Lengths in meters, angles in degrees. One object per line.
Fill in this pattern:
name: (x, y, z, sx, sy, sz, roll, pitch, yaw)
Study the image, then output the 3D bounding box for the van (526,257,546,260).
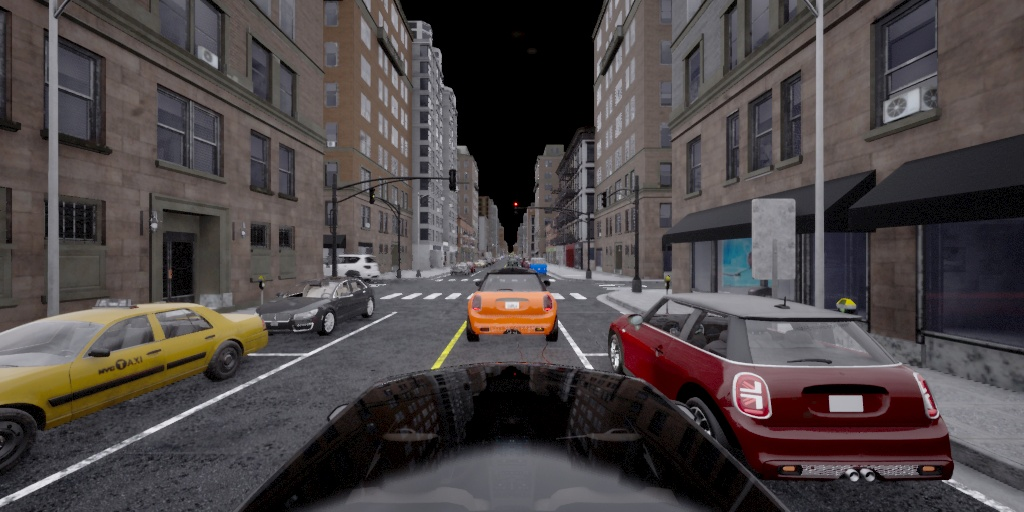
van: (2.692, 1.089, 37.373, 1.690, 1.789, 3.998, 0, 0, 0)

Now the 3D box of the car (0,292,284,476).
car: (-5.383, 1.275, 4.606, 1.751, 1.417, 4.829, 0, 0, 0)

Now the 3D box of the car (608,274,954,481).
car: (2.642, 1.190, 4.773, 1.967, 1.591, 4.097, 0, 0, 0)

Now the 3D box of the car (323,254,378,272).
car: (-12.267, 0.904, 25.200, 5.566, 2.045, 2.150, 0, 0, 0)

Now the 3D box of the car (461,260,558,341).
car: (0.023, 1.102, 9.993, 2.097, 1.767, 4.553, 0, 0, 0)

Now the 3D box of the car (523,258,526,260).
car: (2.709, 1.329, 48.735, 1.802, 1.307, 4.207, 0, 0, 0)

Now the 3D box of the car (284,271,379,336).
car: (-5.375, 1.300, 10.295, 2.007, 1.370, 4.403, 0, 0, 0)

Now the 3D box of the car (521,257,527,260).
car: (2.726, 1.325, 60.098, 1.802, 1.307, 4.207, 0, 0, 0)

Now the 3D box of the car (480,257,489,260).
car: (-5.299, 1.268, 59.934, 1.751, 1.417, 4.829, 0, 0, 0)

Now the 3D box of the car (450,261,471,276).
car: (-5.333, 1.299, 37.376, 2.007, 1.370, 4.403, 0, 0, 0)
